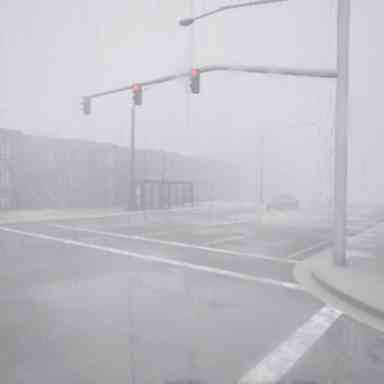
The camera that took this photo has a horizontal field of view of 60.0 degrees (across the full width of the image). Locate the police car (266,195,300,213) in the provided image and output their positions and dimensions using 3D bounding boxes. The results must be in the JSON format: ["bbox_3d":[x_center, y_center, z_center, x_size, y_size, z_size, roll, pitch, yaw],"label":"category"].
[{"bbox_3d":[8.970,1.086,32.748,1.930,1.638,5.238,1,1,38],"label":"police car"}]
